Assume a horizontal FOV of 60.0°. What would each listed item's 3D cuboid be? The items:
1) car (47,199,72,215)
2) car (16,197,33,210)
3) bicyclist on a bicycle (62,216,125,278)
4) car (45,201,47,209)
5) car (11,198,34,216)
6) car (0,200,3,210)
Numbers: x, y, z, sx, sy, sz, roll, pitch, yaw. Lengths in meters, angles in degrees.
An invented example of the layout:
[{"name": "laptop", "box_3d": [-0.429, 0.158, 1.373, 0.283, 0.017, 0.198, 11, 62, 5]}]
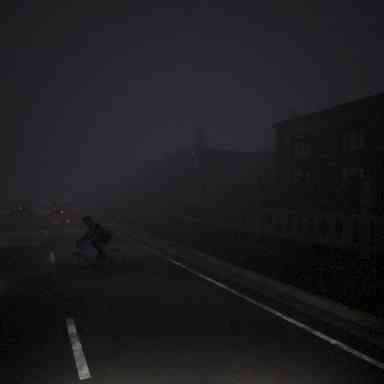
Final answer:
[{"name": "car", "box_3d": [-13.282, 1.598, 33.567, 1.895, 1.301, 4.718, 0, 0, -25]}, {"name": "car", "box_3d": [-21.955, 1.502, 43.662, 1.837, 1.490, 4.892, 0, 0, -25]}, {"name": "bicyclist on a bicycle", "box_3d": [-2.618, 1.451, 8.896, 1.656, 1.620, 0.582, -2, 1, -25]}, {"name": "car", "box_3d": [-17.688, 1.561, 42.787, 1.994, 1.385, 4.181, 0, 0, -26]}, {"name": "car", "box_3d": [-16.975, 1.545, 33.205, 2.033, 1.411, 5.357, 0, 0, -25]}, {"name": "car", "box_3d": [-24.908, 1.475, 41.707, 1.882, 1.535, 5.008, 0, 0, -25]}]
